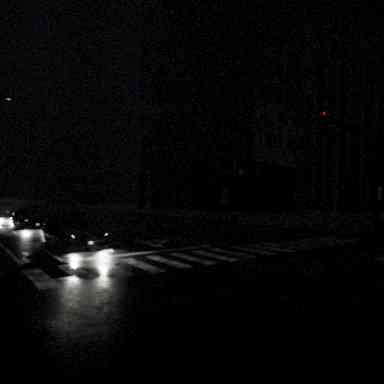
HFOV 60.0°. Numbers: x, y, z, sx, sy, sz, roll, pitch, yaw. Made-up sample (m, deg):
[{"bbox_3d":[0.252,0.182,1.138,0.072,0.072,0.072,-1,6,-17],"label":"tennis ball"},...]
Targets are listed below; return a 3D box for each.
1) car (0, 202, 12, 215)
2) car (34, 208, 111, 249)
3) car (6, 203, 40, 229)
[{"bbox_3d":[-19.972,1.795,35.476,2.128,1.511,4.902,1,-1,-36],"label":"car"},{"bbox_3d":[-5.640,1.689,15.657,2.033,1.411,5.357,1,-1,-36],"label":"car"},{"bbox_3d":[-11.673,1.755,23.986,2.033,1.411,5.357,1,-1,-36],"label":"car"}]
